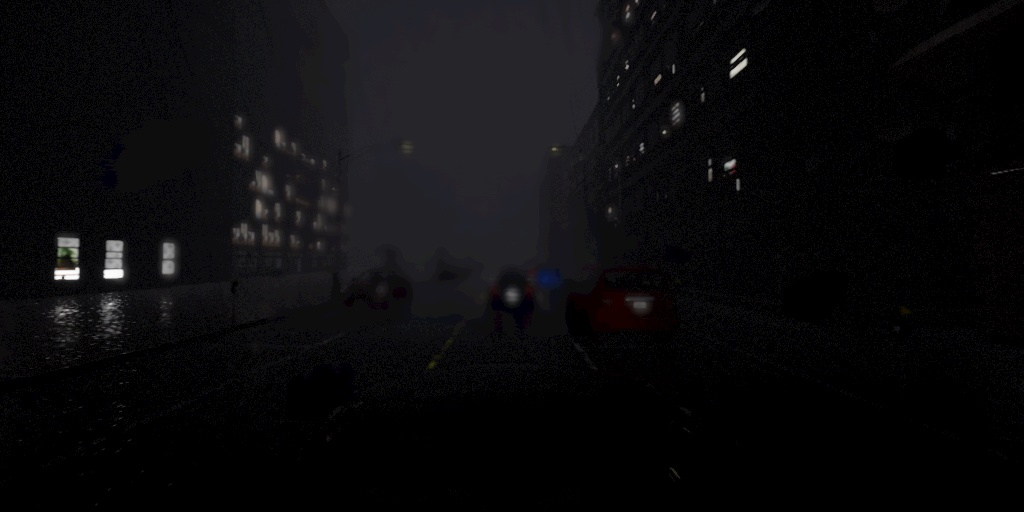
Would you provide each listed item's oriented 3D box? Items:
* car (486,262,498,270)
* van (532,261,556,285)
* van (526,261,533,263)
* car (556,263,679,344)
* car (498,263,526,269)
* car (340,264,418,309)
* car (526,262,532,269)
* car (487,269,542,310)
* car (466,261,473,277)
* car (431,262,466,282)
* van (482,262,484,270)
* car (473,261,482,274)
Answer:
[{"bbox_3d":[-3.077,1.841,63.473,1.837,1.490,4.892,0,0,1],"label":"car"},{"bbox_3d":[2.678,1.342,26.773,1.690,1.789,3.998,0,0,0],"label":"van"},{"bbox_3d":[2.667,1.553,49.358,1.690,1.789,3.998,0,0,0],"label":"van"},{"bbox_3d":[2.687,1.147,9.835,2.192,1.841,5.009,0,0,0],"label":"car"},{"bbox_3d":[0.015,1.520,31.100,1.882,1.535,5.008,0,0,1],"label":"car"},{"bbox_3d":[-5.700,1.329,15.447,1.967,1.591,4.097,0,0,0],"label":"car"},{"bbox_3d":[2.673,1.653,38.067,1.888,1.381,4.507,0,0,0],"label":"car"},{"bbox_3d":[0.020,1.453,15.421,1.994,1.385,4.181,0,0,0],"label":"car"},{"bbox_3d":[-5.675,1.548,38.030,1.967,1.591,4.097,0,0,0],"label":"car"},{"bbox_3d":[-5.678,1.494,32.384,1.967,1.591,4.097,0,0,0],"label":"car"},{"bbox_3d":[-5.684,1.603,54.967,1.690,1.789,3.998,0,0,0],"label":"van"},{"bbox_3d":[-5.681,1.757,49.321,1.888,1.381,4.507,0,0,0],"label":"car"}]
